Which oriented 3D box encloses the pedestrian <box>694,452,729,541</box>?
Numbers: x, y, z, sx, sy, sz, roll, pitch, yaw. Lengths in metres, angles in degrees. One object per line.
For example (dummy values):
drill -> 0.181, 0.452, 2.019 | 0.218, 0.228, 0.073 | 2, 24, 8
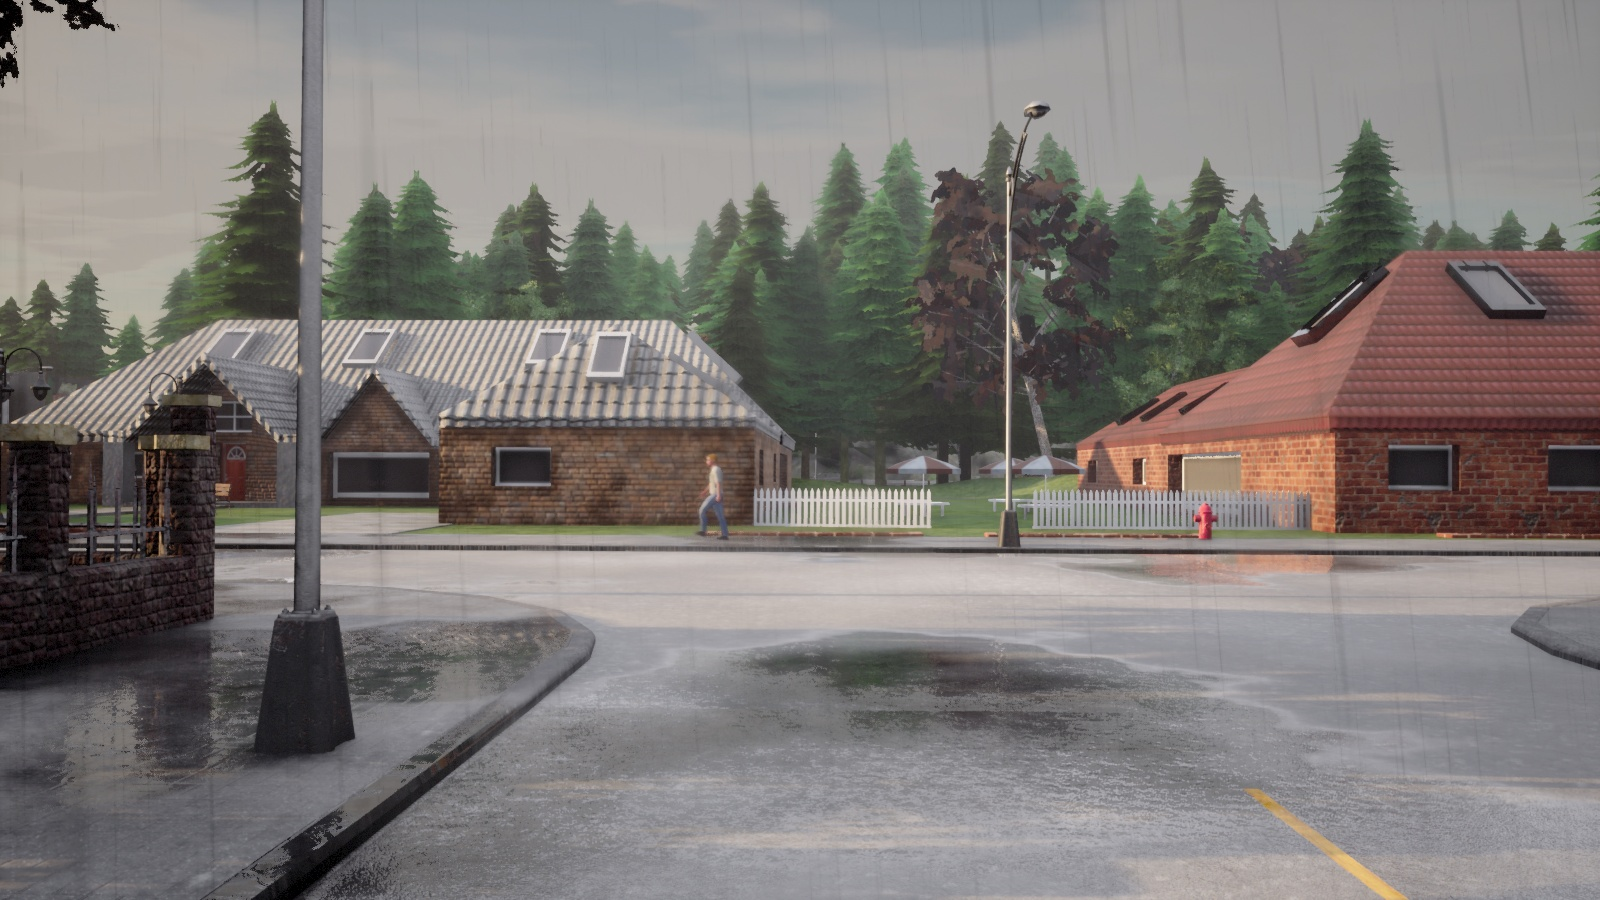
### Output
pedestrian -> -1.847, 0.970, 26.283 | 0.706, 1.836, 0.354 | 0, -1, 1
